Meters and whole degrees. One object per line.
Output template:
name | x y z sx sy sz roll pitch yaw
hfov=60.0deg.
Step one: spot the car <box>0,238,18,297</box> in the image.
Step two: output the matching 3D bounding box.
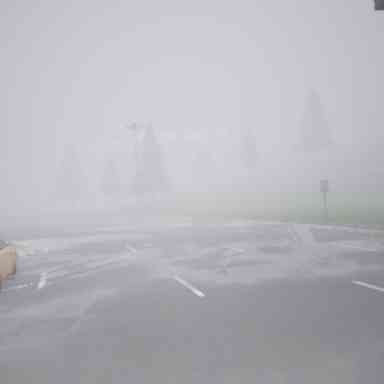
car | -6.020 1.914 8.998 1.882 1.535 5.008 -3 0 -20
